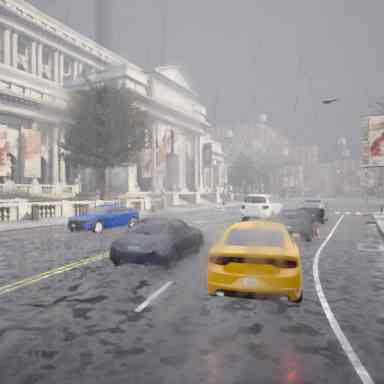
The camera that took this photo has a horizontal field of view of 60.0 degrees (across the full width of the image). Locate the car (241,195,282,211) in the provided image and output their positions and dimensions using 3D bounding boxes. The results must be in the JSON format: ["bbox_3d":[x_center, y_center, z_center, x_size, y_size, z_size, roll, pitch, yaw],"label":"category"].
[{"bbox_3d":[5.408,1.218,25.231,2.150,2.045,5.566,0,0,26],"label":"car"}]

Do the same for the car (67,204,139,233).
[{"bbox_3d":[-5.182,1.514,19.977,1.882,1.535,5.008,0,0,27],"label":"car"}]

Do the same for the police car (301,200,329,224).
[{"bbox_3d":[9.132,1.423,25.075,1.930,1.638,5.238,0,0,27],"label":"police car"}]

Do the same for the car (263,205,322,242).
[{"bbox_3d":[5.137,1.563,16.715,1.994,1.385,4.181,0,0,26],"label":"car"}]

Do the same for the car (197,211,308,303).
[{"bbox_3d":[1.687,1.477,8.412,1.882,1.535,5.008,0,0,15],"label":"car"}]

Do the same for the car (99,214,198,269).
[{"bbox_3d":[-1.003,1.562,11.309,1.994,1.385,4.181,0,0,18],"label":"car"}]
